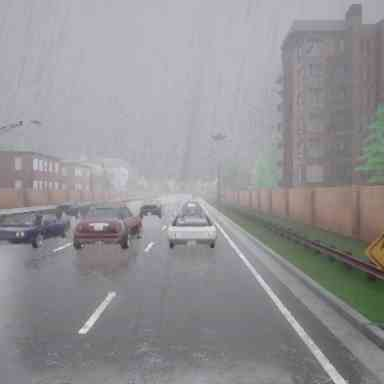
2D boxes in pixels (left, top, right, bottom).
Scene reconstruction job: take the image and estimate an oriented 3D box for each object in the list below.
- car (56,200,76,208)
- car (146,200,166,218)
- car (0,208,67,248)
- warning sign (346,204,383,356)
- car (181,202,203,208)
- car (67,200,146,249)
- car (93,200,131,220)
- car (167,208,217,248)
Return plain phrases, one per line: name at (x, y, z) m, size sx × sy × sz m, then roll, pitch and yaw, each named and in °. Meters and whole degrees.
car at (-10.500, 1.517, 29.650) m, size 1.837 × 1.490 × 4.892 m, roll 0°, pitch 0°, yaw 0°
car at (-3.500, 1.517, 29.650) m, size 1.837 × 1.490 × 4.892 m, roll 0°, pitch 0°, yaw 0°
car at (-7.000, 1.616, 14.680) m, size 1.895 × 1.301 × 4.718 m, roll 0°, pitch 0°, yaw 0°
warning sign at (3.050, 1.114, 4.648) m, size 1.300 × 1.860 × 1.060 m, roll 0°, pitch 0°, yaw 0°
car at (0.000, 1.563, 29.650) m, size 2.033 × 1.411 × 5.357 m, roll 0°, pitch 0°, yaw 0°
car at (-3.500, 1.366, 14.620) m, size 2.097 × 1.767 × 4.553 m, roll 0°, pitch 0°, yaw 0°
car at (-7.000, 1.495, 29.650) m, size 2.128 × 1.511 × 4.902 m, roll 0°, pitch 0°, yaw 0°
car at (0.000, 1.616, 14.680) m, size 1.895 × 1.301 × 4.718 m, roll 0°, pitch 0°, yaw 0°
